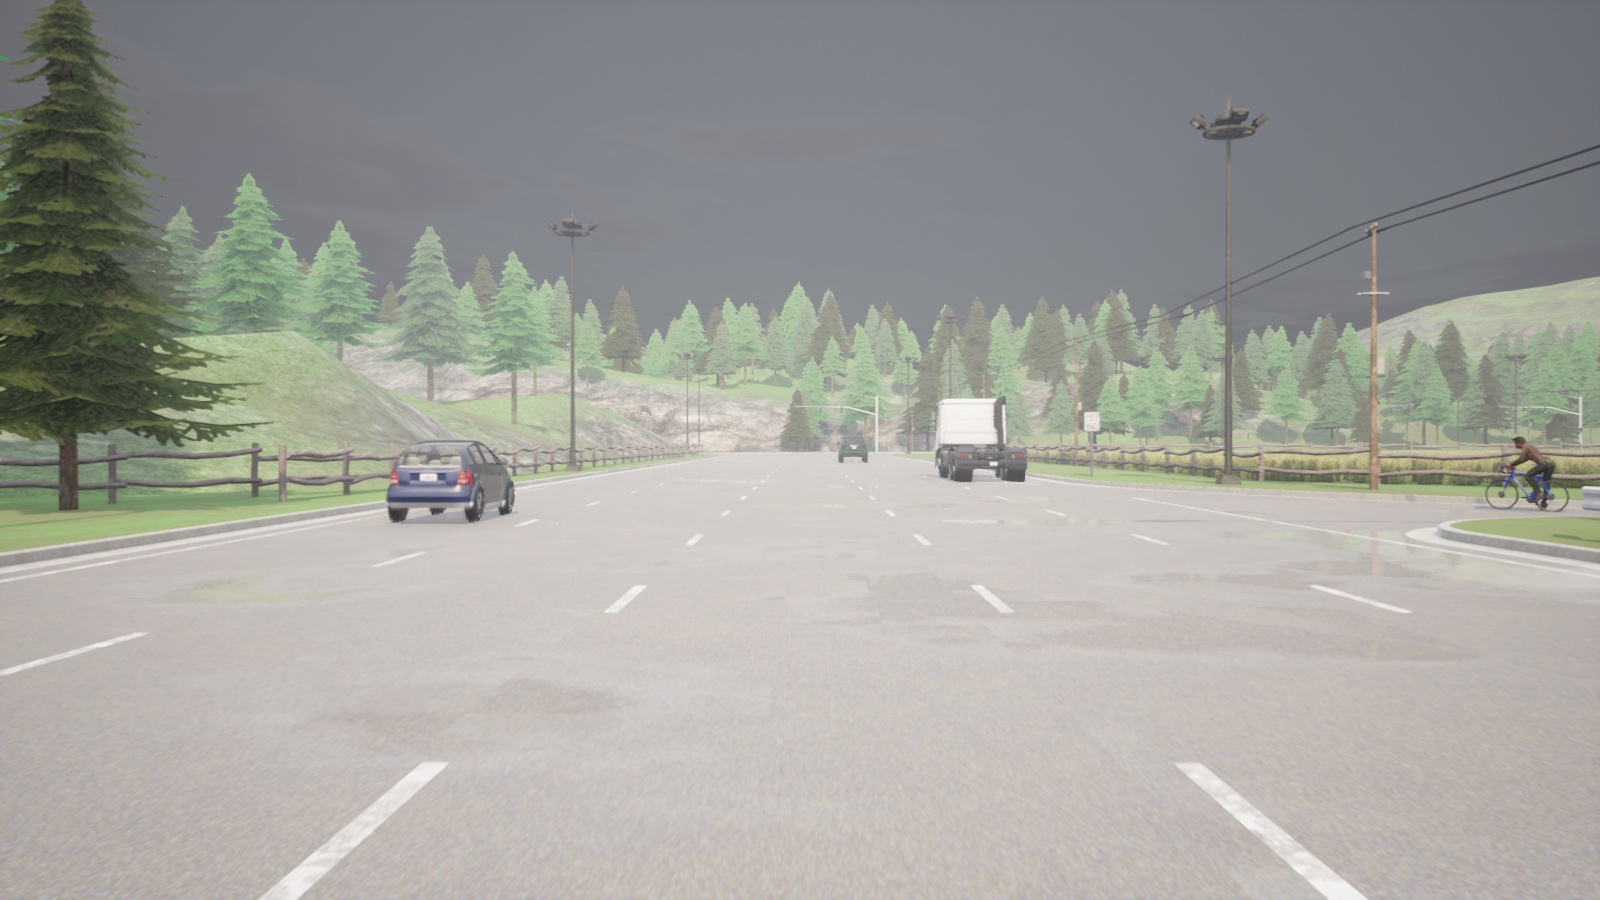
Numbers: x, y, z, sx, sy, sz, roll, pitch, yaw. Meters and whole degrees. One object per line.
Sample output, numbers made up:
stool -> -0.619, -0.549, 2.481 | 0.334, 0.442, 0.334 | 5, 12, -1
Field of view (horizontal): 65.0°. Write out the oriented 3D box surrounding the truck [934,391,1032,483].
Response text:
truck -> 7.305, -0.518, 51.231 | 2.891, 3.462, 7.936 | 0, 0, 0

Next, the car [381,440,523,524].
car -> -6.844, 0.578, 25.048 | 1.789, 1.549, 3.705 | 0, 0, 0

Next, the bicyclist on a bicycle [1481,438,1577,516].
bicyclist on a bicycle -> 15.680, 0.559, 27.043 | 0.582, 1.620, 1.656 | 0, 1, -44

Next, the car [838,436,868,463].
car -> 4.061, -0.077, 96.718 | 2.150, 2.045, 5.566 | 0, 0, 0
